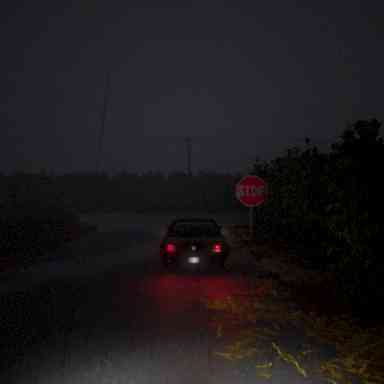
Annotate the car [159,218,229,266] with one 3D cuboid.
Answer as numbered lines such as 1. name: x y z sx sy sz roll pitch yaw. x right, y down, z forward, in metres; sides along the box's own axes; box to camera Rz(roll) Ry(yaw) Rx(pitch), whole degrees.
1. car: 0.068 1.501 11.058 1.895 1.301 4.718 0 0 0
